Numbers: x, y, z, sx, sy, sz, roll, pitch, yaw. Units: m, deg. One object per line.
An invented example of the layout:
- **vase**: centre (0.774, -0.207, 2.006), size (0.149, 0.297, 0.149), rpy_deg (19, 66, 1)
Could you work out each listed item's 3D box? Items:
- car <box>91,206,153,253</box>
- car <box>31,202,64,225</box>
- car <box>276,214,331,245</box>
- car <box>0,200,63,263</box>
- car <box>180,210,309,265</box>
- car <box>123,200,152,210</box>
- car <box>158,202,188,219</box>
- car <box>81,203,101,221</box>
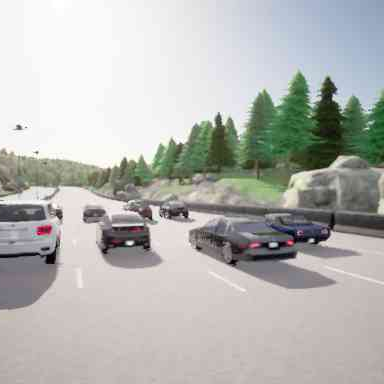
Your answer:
- **car**: centre (-3.067, 1.580, 14.193), size (1.837, 1.490, 4.892), rpy_deg (0, 0, -20)
- **car**: centre (-11.589, 1.674, 26.967), size (2.128, 1.511, 4.902), rpy_deg (0, 0, -20)
- **car**: centre (3.980, 1.652, 15.316), size (1.895, 1.301, 4.718), rpy_deg (0, 0, -20)
- **car**: centre (-5.972, 1.296, 11.952), size (2.150, 2.045, 5.566), rpy_deg (0, 0, -20)
- **car**: centre (1.484, 1.590, 11.949), size (2.033, 1.411, 5.357), rpy_deg (0, 0, -20)
- **car**: centre (-4.914, 1.518, 29.096), size (2.097, 1.767, 4.553), rpy_deg (0, 0, -20)
- **car**: centre (-1.783, 1.669, 30.726), size (1.837, 1.490, 4.892), rpy_deg (0, 0, -20)
- **car**: centre (-8.617, 1.707, 29.029), size (1.812, 1.442, 4.674), rpy_deg (0, 0, -20)
